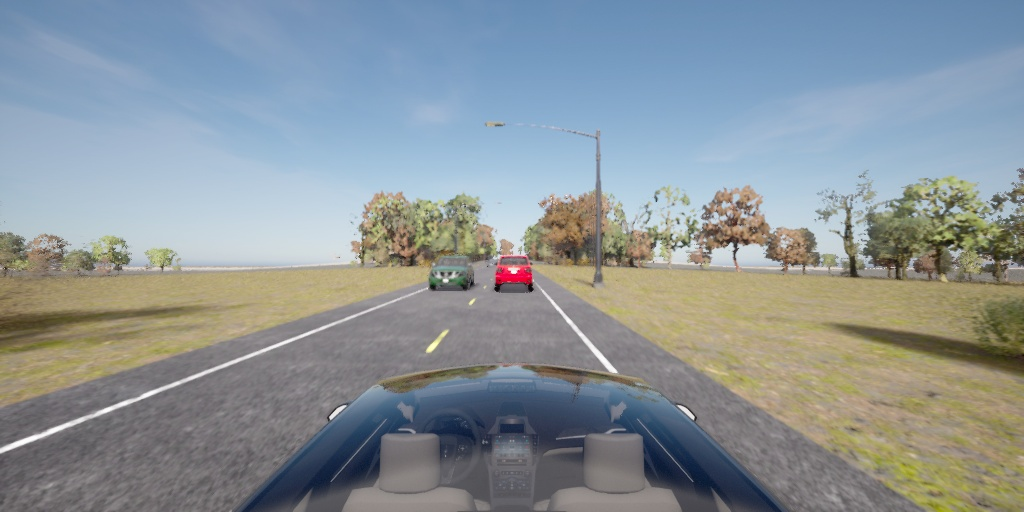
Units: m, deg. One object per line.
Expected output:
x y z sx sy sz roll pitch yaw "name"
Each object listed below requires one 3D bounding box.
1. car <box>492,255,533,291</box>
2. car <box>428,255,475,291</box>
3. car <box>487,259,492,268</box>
0.107 0.973 22.319 2.150 2.045 5.566 0 0 0 "car"
-3.587 0.976 22.220 2.150 2.045 5.566 0 0 0 "car"
-3.488 1.292 64.104 1.812 1.442 4.674 0 0 0 "car"
